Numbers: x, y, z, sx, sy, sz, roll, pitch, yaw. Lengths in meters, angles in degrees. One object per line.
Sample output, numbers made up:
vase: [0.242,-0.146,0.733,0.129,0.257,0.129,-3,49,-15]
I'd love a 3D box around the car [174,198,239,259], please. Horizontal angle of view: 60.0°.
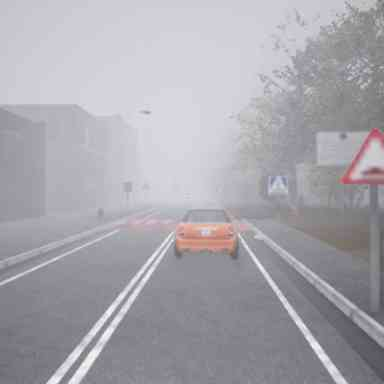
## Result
car: [0.552,1.284,12.531,2.097,1.767,4.553,0,0,3]

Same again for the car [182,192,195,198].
car: [-0.562,0.926,59.892,2.150,2.045,5.566,0,0,3]
